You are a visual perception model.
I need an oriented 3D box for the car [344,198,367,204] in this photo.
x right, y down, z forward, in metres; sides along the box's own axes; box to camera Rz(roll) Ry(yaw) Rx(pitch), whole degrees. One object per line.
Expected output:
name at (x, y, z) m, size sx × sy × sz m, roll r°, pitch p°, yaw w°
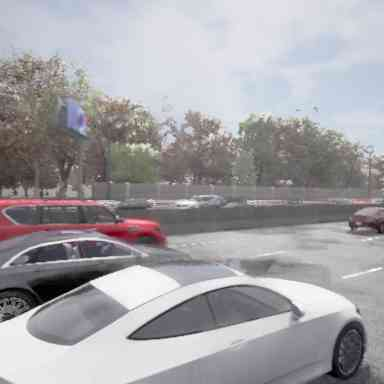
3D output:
car at (27.113, 1.786, 53.321) m, size 4.553 × 1.767 × 2.097 m, roll 1°, pitch -1°, yaw -35°

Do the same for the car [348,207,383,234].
car at (11.486, 1.676, 20.540) m, size 4.674 × 1.442 × 1.812 m, roll 1°, pitch 0°, yaw -35°

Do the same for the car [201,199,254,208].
car at (3.543, 1.611, 28.010) m, size 5.008 × 1.535 × 1.882 m, roll 1°, pitch 0°, yaw -35°

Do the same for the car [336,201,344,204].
car at (26.922, 2.050, 57.477) m, size 4.718 × 1.301 × 1.895 m, roll 1°, pitch 0°, yaw -35°

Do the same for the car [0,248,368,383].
car at (0.134, 1.540, 3.842) m, size 4.674 × 1.442 × 1.812 m, roll 0°, pitch 0°, yaw -35°

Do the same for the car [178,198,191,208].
car at (0.921, 1.367, 34.736) m, size 5.566 × 2.045 × 2.150 m, roll 0°, pitch 0°, yaw -35°

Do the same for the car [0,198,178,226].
car at (-3.433, 1.240, 9.897) m, size 5.566 × 2.045 × 2.150 m, roll 0°, pitch 0°, yaw -35°

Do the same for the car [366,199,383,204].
car at (28.926, 1.927, 50.316) m, size 4.892 × 1.490 × 1.837 m, roll -2°, pitch 1°, yaw -35°

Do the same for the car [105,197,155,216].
car at (-6.318, 1.450, 33.872) m, size 4.553 × 1.767 × 2.097 m, roll 0°, pitch 0°, yaw -35°

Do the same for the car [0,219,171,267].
car at (-2.130, 1.504, 6.531) m, size 4.902 × 1.511 × 2.128 m, roll 0°, pitch 0°, yaw -35°

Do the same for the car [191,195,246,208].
car at (3.047, 1.369, 31.955) m, size 5.566 × 2.045 × 2.150 m, roll 0°, pitch 0°, yaw -35°
